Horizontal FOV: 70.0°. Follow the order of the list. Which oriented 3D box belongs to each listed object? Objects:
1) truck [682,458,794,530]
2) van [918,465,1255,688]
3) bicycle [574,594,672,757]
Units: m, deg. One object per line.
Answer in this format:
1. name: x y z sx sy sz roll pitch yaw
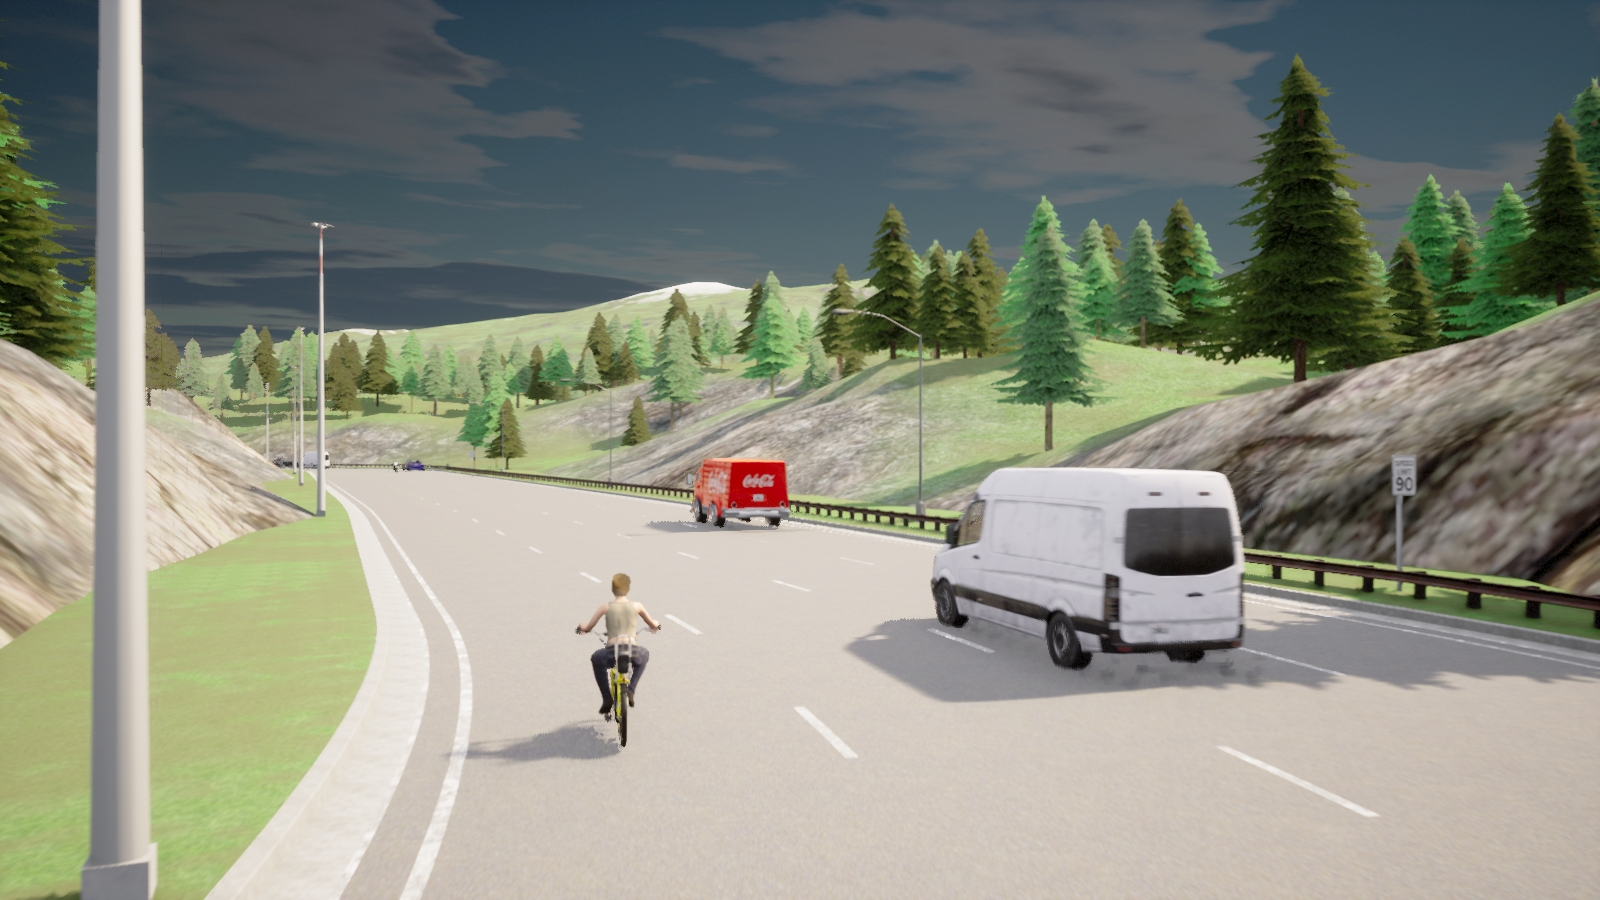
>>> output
1. truck: -2.425 1.571 42.811 2.627 2.467 5.204 0 0 -22
2. van: 3.782 1.535 16.564 1.988 2.561 5.915 1 0 -16
3. bicycle: -1.766 2.158 11.221 0.859 1.276 1.487 0 0 -13
